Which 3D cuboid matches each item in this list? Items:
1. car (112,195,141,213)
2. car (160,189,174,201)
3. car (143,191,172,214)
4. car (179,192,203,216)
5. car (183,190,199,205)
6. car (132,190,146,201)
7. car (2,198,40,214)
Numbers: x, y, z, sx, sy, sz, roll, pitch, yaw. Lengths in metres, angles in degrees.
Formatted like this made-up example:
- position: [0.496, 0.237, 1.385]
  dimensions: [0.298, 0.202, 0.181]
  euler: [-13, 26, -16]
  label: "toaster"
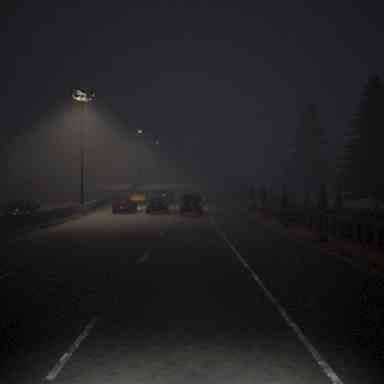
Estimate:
- position: [-7.012, 1.393, 34.989]
  dimensions: [1.994, 1.385, 4.181]
  euler: [0, 3, 0]
  label: "car"
- position: [-3.654, 0.341, 46.104]
  dimensions: [2.097, 1.767, 4.553]
  euler: [0, 5, 0]
  label: "car"
- position: [-3.509, 1.196, 34.712]
  dimensions: [2.097, 1.767, 4.553]
  euler: [0, 3, 0]
  label: "car"
- position: [-0.100, 1.144, 33.154]
  dimensions: [2.150, 2.045, 5.566]
  euler: [0, 3, 0]
  label: "car"
- position: [-0.155, 0.676, 44.662]
  dimensions: [2.033, 1.411, 5.357]
  euler: [0, 5, 0]
  label: "car"
- position: [-7.157, 0.455, 46.214]
  dimensions: [1.882, 1.535, 5.008]
  euler: [0, 6, 0]
  label: "car"
- position: [-14.069, 1.287, 27.299]
  dimensions: [1.837, 1.490, 4.892]
  euler: [0, 1, 0]
  label: "car"
